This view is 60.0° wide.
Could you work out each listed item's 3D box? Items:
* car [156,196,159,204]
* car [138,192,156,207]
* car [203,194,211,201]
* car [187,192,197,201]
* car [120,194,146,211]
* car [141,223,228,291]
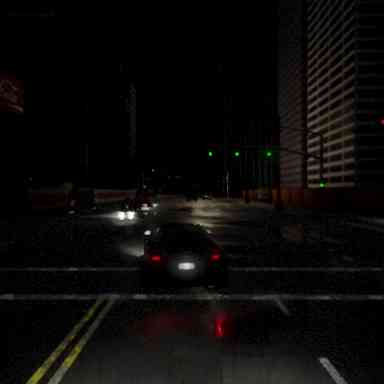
[{"bbox_3d":[-7.014,1.326,59.103,1.837,1.490,4.892,0,0,0],"label":"car"},{"bbox_3d":[-7.083,1.074,48.740,2.150,2.045,5.566,0,0,0],"label":"car"},{"bbox_3d":[3.490,1.289,78.218,2.128,1.511,4.902,0,0,0],"label":"car"},{"bbox_3d":[-0.008,1.002,73.868,2.150,2.045,5.566,0,0,0],"label":"car"},{"bbox_3d":[-7.093,1.374,38.788,2.128,1.511,4.902,0,0,0],"label":"car"},{"bbox_3d":[-0.346,1.537,9.063,1.994,1.385,4.181,0,0,-7],"label":"car"}]
